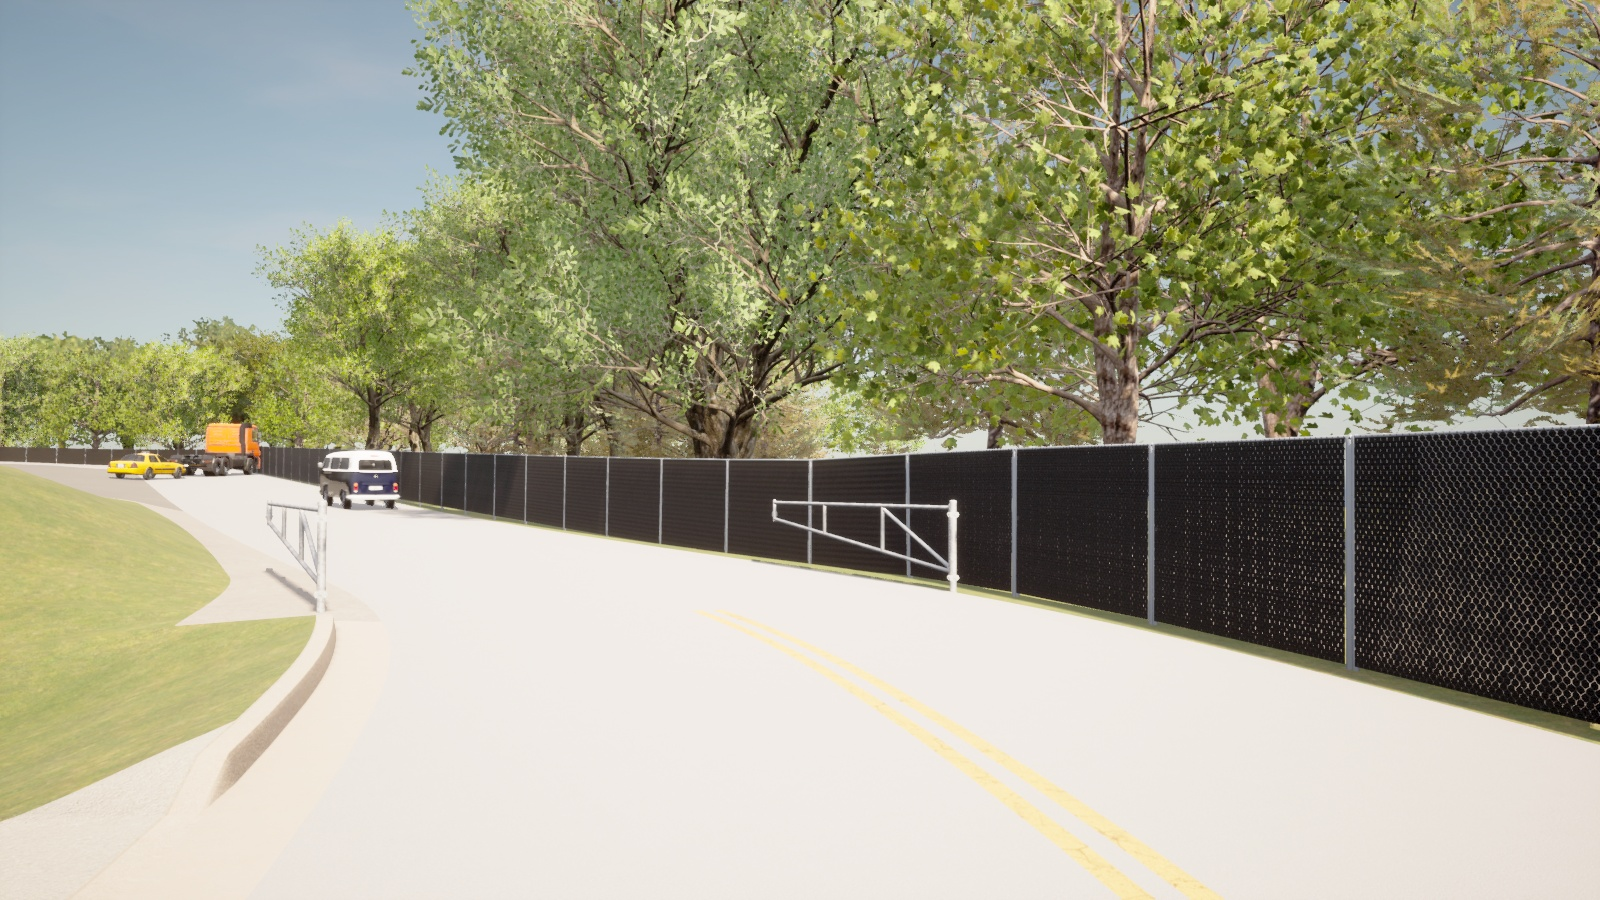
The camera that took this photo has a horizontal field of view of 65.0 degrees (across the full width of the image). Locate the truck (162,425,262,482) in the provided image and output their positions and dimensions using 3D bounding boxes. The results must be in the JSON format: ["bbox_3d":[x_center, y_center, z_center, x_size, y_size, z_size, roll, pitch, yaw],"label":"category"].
[{"bbox_3d":[-37.715,0.209,80.909,2.891,3.462,7.936,1,0,-1],"label":"truck"}]

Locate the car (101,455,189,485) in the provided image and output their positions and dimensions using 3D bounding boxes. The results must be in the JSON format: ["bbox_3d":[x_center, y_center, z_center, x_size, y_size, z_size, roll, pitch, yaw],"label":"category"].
[{"bbox_3d":[-36.676,1.127,70.474,1.801,1.575,5.366,1,0,4],"label":"car"}]

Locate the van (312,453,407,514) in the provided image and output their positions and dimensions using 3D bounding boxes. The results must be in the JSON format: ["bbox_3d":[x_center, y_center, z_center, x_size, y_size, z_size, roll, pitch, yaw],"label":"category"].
[{"bbox_3d":[-15.816,1.160,44.968,2.069,2.038,4.480,1,0,-35],"label":"van"}]
